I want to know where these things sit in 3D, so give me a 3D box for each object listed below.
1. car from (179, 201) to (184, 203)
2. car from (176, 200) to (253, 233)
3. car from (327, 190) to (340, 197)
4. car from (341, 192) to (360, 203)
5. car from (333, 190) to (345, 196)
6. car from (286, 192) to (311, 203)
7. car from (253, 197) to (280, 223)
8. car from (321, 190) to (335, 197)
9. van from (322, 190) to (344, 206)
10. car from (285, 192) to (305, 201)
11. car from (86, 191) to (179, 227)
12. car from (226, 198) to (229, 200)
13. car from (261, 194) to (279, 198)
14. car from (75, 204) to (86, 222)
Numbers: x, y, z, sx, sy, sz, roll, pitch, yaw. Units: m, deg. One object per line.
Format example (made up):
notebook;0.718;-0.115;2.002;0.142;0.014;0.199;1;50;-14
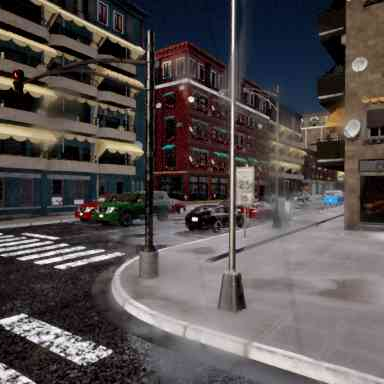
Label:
car;-2.278;1.180;27.431;1.887;1.381;4.507;2;2;35
car;1.340;1.348;18.019;1.947;1.339;4.313;2;2;35
car;33.023;0.335;77.517;1.802;1.307;4.206;2;2;35
car;23.804;0.763;49.890;1.887;1.381;4.507;2;2;35
car;36.232;0.255;82.071;1.802;1.307;4.206;2;2;35
car;15.973;0.755;48.675;2.128;1.511;4.902;1;1;35
car;4.549;1.283;22.572;1.802;1.307;4.206;2;2;35
car;29.814;0.378;72.964;1.887;1.381;4.507;2;2;35
van;17.388;0.721;40.781;1.690;1.788;3.998;2;2;35
car;16.977;0.719;54.751;1.947;1.339;4.313;2;2;35
car;-3.563;0.963;21.130;2.150;2.045;5.566;1;1;35
car;4.420;1.088;32.455;2.033;1.411;5.357;1;1;35
car;10.559;0.880;45.644;1.947;1.339;4.313;2;2;35
car;-5.485;1.031;22.872;2.192;1.841;5.009;2;2;35
